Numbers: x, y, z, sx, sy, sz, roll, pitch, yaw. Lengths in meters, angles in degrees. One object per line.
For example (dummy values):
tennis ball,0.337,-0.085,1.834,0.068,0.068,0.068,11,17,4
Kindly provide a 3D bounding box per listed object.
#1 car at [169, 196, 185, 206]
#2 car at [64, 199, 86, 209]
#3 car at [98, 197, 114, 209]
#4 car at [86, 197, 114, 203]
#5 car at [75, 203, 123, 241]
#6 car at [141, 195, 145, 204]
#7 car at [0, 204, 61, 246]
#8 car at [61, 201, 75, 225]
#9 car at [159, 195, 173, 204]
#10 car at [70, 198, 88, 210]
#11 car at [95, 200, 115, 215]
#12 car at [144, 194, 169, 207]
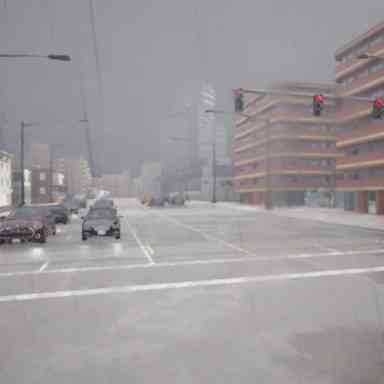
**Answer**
car,-2.411,1.363,52.162,2.128,1.511,4.902,0,0,-14
car,-12.611,1.546,34.547,2.128,1.511,4.902,0,0,-14
car,-11.798,1.455,45.804,2.128,1.511,4.902,0,0,-14
car,-6.957,1.441,26.401,2.097,1.767,4.553,0,0,-14
car,-4.793,1.605,17.779,2.128,1.511,4.902,0,0,-14
car,-7.800,1.218,58.819,2.097,1.767,4.553,0,0,-14
car,-8.045,1.491,16.369,2.097,1.767,4.553,0,0,-14
car,-10.146,1.679,24.736,1.994,1.385,4.181,0,0,-14
car,-4.959,1.357,62.233,1.837,1.490,4.892,0,0,-14
car,-15.098,1.590,44.568,1.895,1.301,4.718,0,0,-14
car,-9.387,1.591,36.084,1.994,1.385,4.181,0,0,-14
car,-5.260,1.403,48.732,2.128,1.511,4.902,0,0,-14
